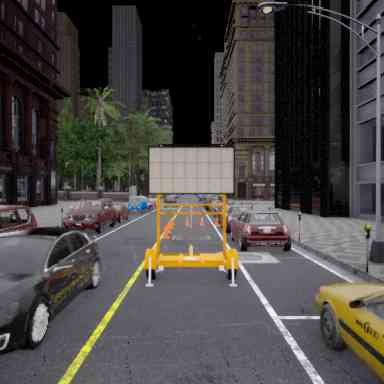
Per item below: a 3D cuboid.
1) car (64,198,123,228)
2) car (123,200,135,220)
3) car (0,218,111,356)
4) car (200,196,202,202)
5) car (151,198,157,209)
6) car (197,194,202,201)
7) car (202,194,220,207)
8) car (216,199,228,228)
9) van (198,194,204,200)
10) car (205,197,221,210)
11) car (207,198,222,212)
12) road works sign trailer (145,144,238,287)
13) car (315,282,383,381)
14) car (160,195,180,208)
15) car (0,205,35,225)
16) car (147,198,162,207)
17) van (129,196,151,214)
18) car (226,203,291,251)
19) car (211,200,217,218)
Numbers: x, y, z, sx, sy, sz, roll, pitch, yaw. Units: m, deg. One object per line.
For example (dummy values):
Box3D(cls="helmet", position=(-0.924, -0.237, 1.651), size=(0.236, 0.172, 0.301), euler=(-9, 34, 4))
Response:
Box3D(cls="car", position=(-5.800, 1.317, 19.480), size=(2.192, 1.841, 5.009), euler=(0, 0, 0))
Box3D(cls="car", position=(-5.808, 1.548, 24.906), size=(1.887, 1.381, 4.507), euler=(0, 0, 0))
Box3D(cls="car", position=(-3.111, 1.504, 6.306), size=(1.837, 1.490, 4.892), euler=(0, 0, 0))
Box3D(cls="car", position=(2.672, 1.576, 52.033), size=(1.947, 1.339, 4.313), euler=(0, 0, 0))
Box3D(cls="car", position=(-5.836, 1.449, 41.185), size=(1.967, 1.590, 4.097), euler=(0, 0, 0))
Box3D(cls="car", position=(2.629, 1.573, 78.470), size=(1.947, 1.339, 4.313), euler=(0, 0, 0))
Box3D(cls="car", position=(2.689, 1.324, 41.183), size=(2.192, 1.841, 5.009), euler=(0, 0, 0))
Box3D(cls="car", position=(2.726, 1.441, 19.483), size=(1.967, 1.590, 4.097), euler=(0, 0, 0))
Box3D(cls="van", position=(2.601, 1.341, 94.731), size=(1.690, 1.788, 3.998), euler=(0, 0, 0))
Box3D(cls="car", position=(2.699, 1.533, 35.928), size=(1.752, 1.417, 4.829), euler=(0, 0, 0))
Box3D(cls="car", position=(2.708, 1.556, 30.332), size=(2.008, 1.369, 4.403), euler=(0, 0, 0))
Box3D(cls="road works sign trailer", position=(-0.016, 0.464, 9.327), size=(2.380, 3.560, 2.880), euler=(0, 0, 0))
Box3D(cls="car", position=(2.753, 1.525, 3.378), size=(1.752, 1.417, 4.829), euler=(0, 0, 0))
Box3D(cls="car", position=(-3.082, 1.558, 48.676), size=(2.033, 1.411, 5.357), euler=(0, 0, 0))
Box3D(cls="car", position=(-5.782, 1.315, 8.628), size=(2.192, 1.841, 5.009), euler=(0, 0, 0))
Box3D(cls="car", position=(-5.853, 1.593, 52.037), size=(1.802, 1.307, 4.206), euler=(0, 0, 0))
Box3D(cls="van", position=(-5.827, 1.349, 35.758), size=(1.690, 1.788, 3.998), euler=(0, 0, 0))
Box3D(cls="car", position=(2.735, 1.440, 14.057), size=(1.967, 1.590, 4.097), euler=(0, 0, 0))
Box3D(cls="car", position=(2.716, 1.548, 24.908), size=(1.887, 1.381, 4.507), euler=(0, 0, 0))
